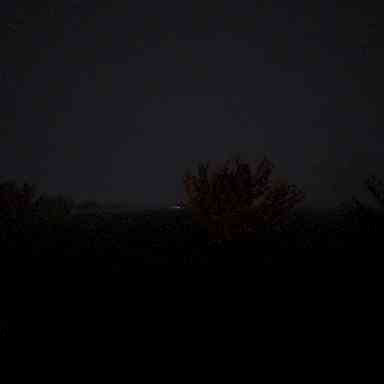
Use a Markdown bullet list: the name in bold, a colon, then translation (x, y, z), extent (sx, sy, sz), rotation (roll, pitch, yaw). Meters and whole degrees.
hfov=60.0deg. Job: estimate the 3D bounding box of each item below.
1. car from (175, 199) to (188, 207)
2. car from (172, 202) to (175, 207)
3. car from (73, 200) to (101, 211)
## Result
- **car**: translation (-0.570, 2.064, 61.015), extent (1.812, 1.442, 4.674), rotation (-1, -1, 36)
- **car**: translation (-1.880, 2.154, 65.262), extent (1.812, 1.442, 4.674), rotation (-1, -2, 36)
- **car**: translation (-15.277, 1.858, 46.905), extent (1.882, 1.535, 5.008), rotation (-1, -1, 36)
